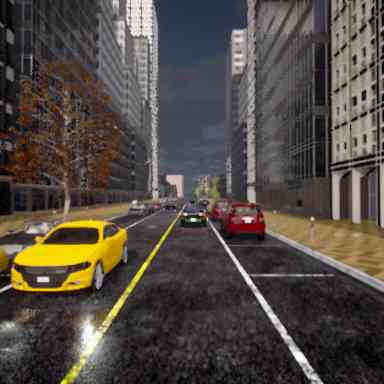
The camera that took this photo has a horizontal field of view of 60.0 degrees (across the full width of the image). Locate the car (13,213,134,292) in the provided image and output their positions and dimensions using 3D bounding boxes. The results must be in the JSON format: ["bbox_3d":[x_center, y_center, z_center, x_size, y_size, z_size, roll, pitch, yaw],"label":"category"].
[{"bbox_3d":[-3.102,1.578,9.436,1.882,1.535,5.008,0,-1,0],"label":"car"}]

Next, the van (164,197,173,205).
[{"bbox_3d":[-5.711,2.141,80.951,1.690,1.788,3.998,0,-1,0],"label":"van"}]

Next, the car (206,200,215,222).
[{"bbox_3d":[2.686,1.622,29.714,2.192,1.841,5.009,0,-1,0],"label":"car"}]

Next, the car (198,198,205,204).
[{"bbox_3d":[2.666,2.345,92.322,1.967,1.590,4.097,0,-1,0],"label":"car"}]

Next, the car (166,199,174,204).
[{"bbox_3d":[-5.714,2.435,86.641,1.802,1.307,4.206,0,-1,0],"label":"car"}]

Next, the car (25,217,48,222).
[{"bbox_3d":[-5.691,1.684,12.645,2.008,1.369,4.403,0,-1,0],"label":"car"}]

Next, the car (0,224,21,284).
[{"bbox_3d":[-5.689,1.598,6.782,1.752,1.417,4.829,0,-1,0],"label":"car"}]

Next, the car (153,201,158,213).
[{"bbox_3d":[-5.700,1.987,41.105,1.947,1.339,4.313,0,-1,0],"label":"car"}]

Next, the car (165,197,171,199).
[{"bbox_3d":[-5.707,2.190,63.873,2.008,1.369,4.403,0,-1,0],"label":"car"}]

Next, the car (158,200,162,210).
[{"bbox_3d":[-5.703,2.113,52.487,1.802,1.307,4.206,0,-1,0],"label":"car"}]

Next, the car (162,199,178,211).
[{"bbox_3d":[-3.094,2.116,50.802,1.895,1.301,4.718,0,-1,0],"label":"car"}]

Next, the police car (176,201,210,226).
[{"bbox_3d":[0.092,1.776,25.755,2.038,1.542,4.974,0,0,0],"label":"police car"}]

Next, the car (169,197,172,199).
[{"bbox_3d":[-5.710,2.292,75.257,1.887,1.381,4.507,0,-1,0],"label":"car"}]

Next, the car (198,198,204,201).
[{"bbox_3d":[0.087,1.861,42.366,2.033,1.649,4.856,0,-1,0],"label":"car"}]

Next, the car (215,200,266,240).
[{"bbox_3d":[2.689,1.507,18.330,2.192,1.841,5.009,0,-1,0],"label":"car"}]

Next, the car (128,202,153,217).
[{"bbox_3d":[-5.698,1.915,35.413,2.008,1.369,4.403,0,-1,0],"label":"car"}]
